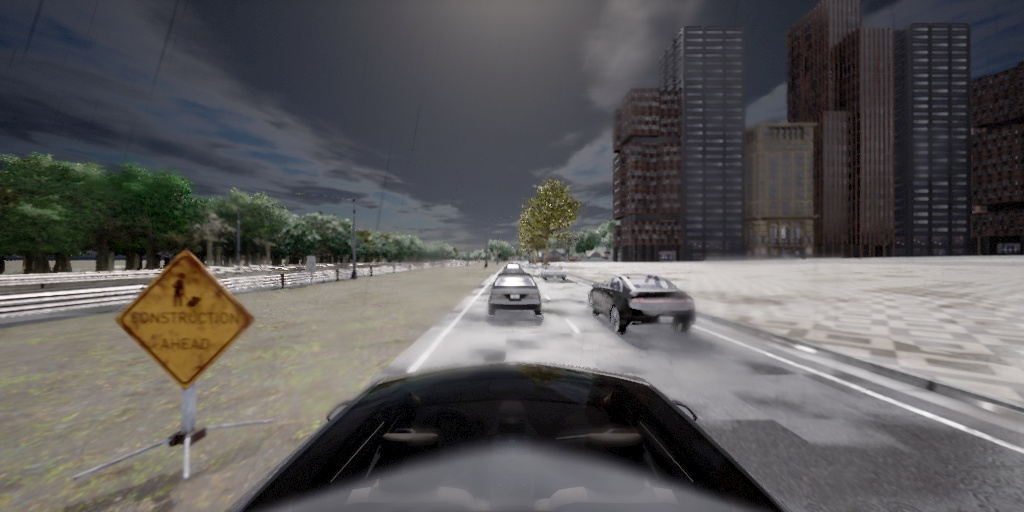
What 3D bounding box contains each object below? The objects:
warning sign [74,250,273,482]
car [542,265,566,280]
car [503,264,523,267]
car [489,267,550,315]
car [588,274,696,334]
[{"bbox_3d":[-3.047,0.871,3.383,1.300,1.860,1.060,0,0,0],"label":"warning sign"},{"bbox_3d":[3.605,1.445,32.099,1.895,1.301,4.718,0,0,0],"label":"car"},{"bbox_3d":[0.105,1.414,34.209,1.994,1.385,4.181,0,0,0],"label":"car"},{"bbox_3d":[0.101,1.335,13.821,2.033,1.411,5.357,0,0,0],"label":"car"},{"bbox_3d":[3.590,1.270,10.726,2.128,1.511,4.902,0,0,0],"label":"car"}]
